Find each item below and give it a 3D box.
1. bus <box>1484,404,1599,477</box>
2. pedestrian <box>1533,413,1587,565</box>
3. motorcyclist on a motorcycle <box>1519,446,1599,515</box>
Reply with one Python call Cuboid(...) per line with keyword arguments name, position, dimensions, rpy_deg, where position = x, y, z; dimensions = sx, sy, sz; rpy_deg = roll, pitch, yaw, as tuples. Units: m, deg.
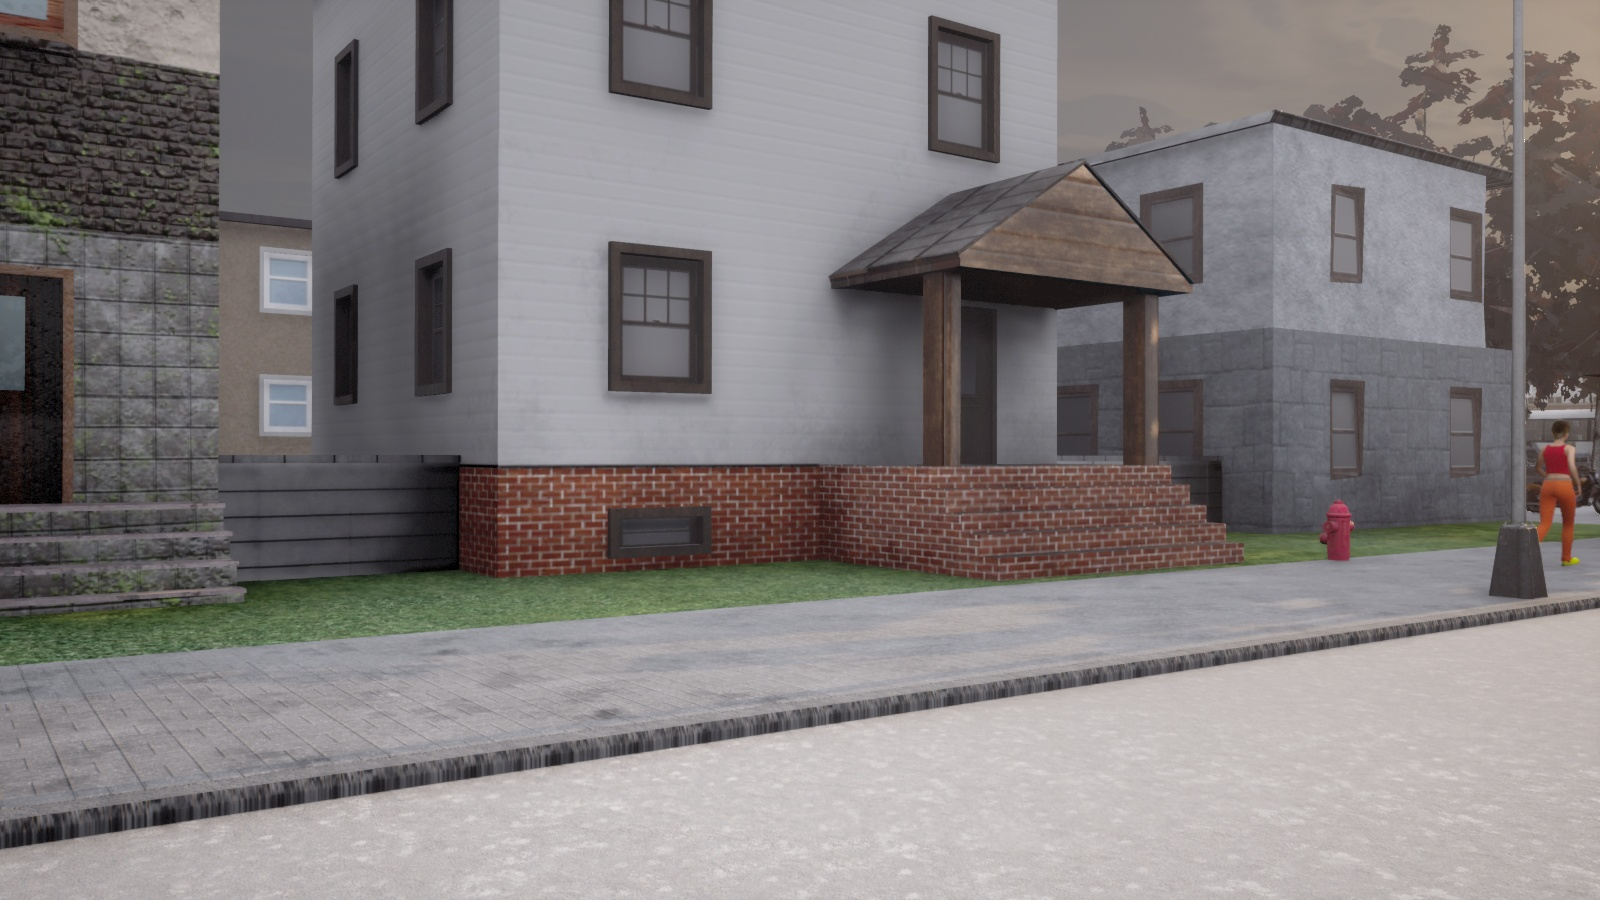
Cuboid(name="bus", position=(47.707, -0.547, 76.169), dimensions=(3.944, 4.253, 10.273), rpy_deg=(0, 0, -34))
Cuboid(name="pedestrian", position=(9.403, 0.473, 15.535), dimensions=(0.594, 1.836, 0.345), rpy_deg=(0, 0, -33))
Cuboid(name="motorcyclist on a motorcycle", position=(19.143, 0.730, 30.949), dimensions=(0.766, 1.649, 2.350), rpy_deg=(0, 0, -35))
